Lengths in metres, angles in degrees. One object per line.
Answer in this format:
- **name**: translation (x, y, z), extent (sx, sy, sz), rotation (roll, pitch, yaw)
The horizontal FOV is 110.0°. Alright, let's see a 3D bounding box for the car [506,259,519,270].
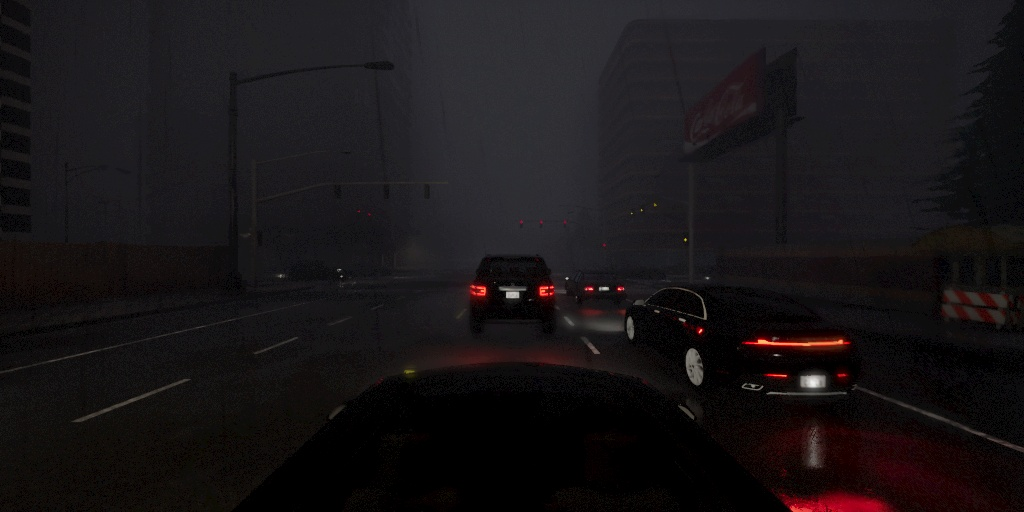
- **car**: translation (0.100, 1.227, 52.543), extent (1.882, 1.535, 5.008), rotation (0, 0, 0)

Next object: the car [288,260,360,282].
- **car**: translation (-14.822, 1.102, 28.036), extent (4.553, 1.767, 2.097), rotation (0, 0, 5)

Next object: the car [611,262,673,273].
- **car**: translation (9.657, 1.241, 28.486), extent (4.902, 1.511, 2.128), rotation (0, 0, 0)

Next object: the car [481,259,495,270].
- **car**: translation (-3.563, 1.276, 54.960), extent (1.812, 1.442, 4.674), rotation (0, 0, 0)

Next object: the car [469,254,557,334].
- **car**: translation (0.042, 0.971, 10.770), extent (2.150, 2.045, 5.566), rotation (0, 0, 1)

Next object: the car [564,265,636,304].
- **car**: translation (3.588, 1.297, 16.222), extent (2.033, 1.411, 5.357), rotation (0, 0, 0)

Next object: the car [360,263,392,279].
- **car**: translation (-13.092, 1.314, 32.528), extent (4.181, 1.385, 1.994), rotation (0, 0, -9)

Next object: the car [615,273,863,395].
- **car**: translation (3.599, 1.255, 6.703), extent (1.837, 1.490, 4.892), rotation (0, 0, 0)

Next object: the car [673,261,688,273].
- **car**: translation (18.628, 1.276, 39.236), extent (4.674, 1.442, 1.812), rotation (0, 0, 0)

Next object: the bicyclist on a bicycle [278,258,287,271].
- **bicyclist on a bicycle**: translation (-28.012, 1.051, 43.759), extent (0.582, 1.620, 1.656), rotation (0, 0, 0)

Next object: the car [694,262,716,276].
- **car**: translation (21.311, 1.228, 35.751), extent (5.008, 1.535, 1.882), rotation (0, 0, 0)
